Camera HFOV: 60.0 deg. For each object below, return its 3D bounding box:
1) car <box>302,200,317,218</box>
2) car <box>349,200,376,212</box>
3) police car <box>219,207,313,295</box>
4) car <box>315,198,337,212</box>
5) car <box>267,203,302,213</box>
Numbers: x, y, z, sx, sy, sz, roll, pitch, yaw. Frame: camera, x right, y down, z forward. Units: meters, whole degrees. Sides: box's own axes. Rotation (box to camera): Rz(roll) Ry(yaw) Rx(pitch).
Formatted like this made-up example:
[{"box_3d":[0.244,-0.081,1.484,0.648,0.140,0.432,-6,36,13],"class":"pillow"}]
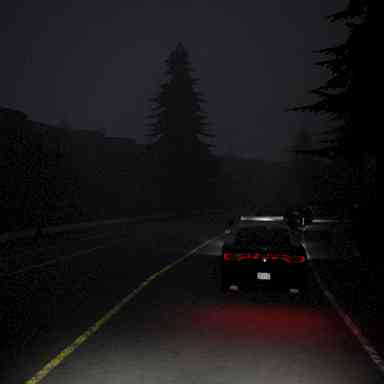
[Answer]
[{"box_3d":[7.053,1.506,22.973,1.837,1.490,4.892,0,0,30],"class":"car"},{"box_3d":[20.222,1.564,38.705,4.181,1.385,1.994,0,0,-34],"class":"car"},{"box_3d":[1.881,1.425,8.988,1.930,1.638,5.238,0,0,11],"class":"police car"},{"box_3d":[15.112,1.491,38.897,4.902,1.511,2.128,0,0,-39],"class":"car"},{"box_3d":[4.568,1.478,17.895,1.882,1.535,5.008,0,0,23],"class":"car"}]
